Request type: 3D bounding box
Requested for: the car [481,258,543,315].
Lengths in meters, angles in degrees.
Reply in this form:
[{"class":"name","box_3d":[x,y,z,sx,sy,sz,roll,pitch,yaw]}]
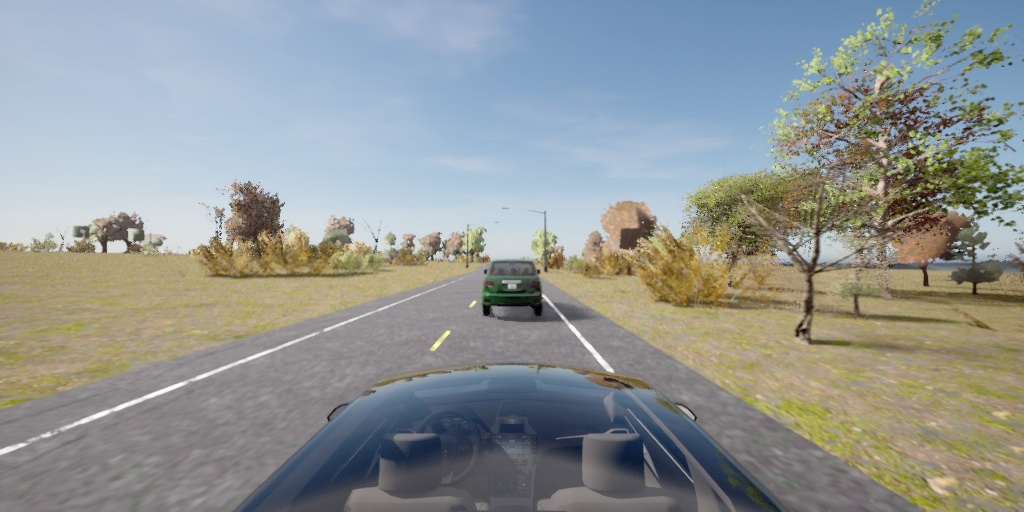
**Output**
[{"class":"car","box_3d":[0.010,1.108,14.434,2.150,2.045,5.566,0,0,0]}]
